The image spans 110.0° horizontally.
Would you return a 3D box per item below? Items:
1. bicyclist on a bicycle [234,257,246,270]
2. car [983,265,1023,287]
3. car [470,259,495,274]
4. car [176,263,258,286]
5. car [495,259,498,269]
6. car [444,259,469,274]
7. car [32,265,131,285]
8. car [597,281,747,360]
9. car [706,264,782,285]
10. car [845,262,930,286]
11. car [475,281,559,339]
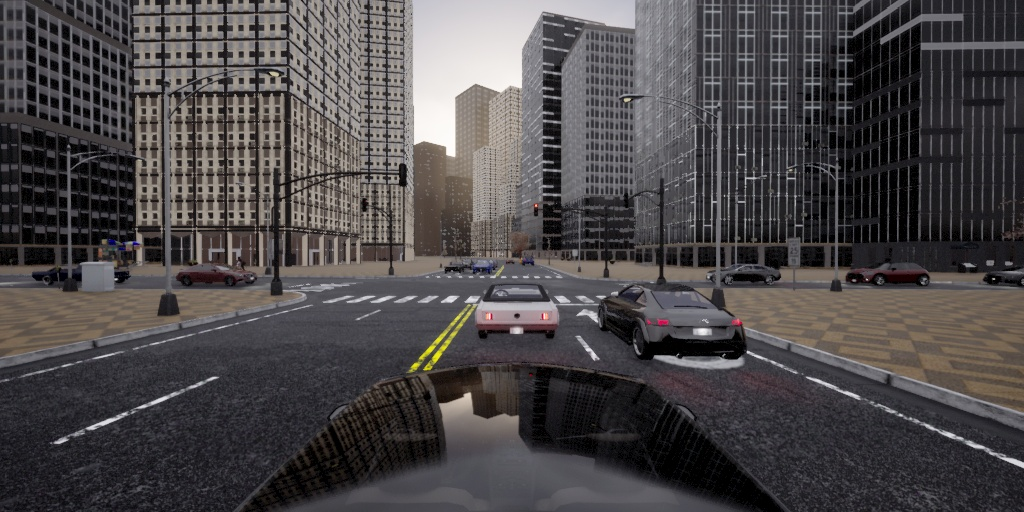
[{"bbox_3d":[-24.665,0.872,32.554,0.582,1.620,1.656,0,1,1],"label":"bicyclist on a bicycle"},{"bbox_3d":[37.101,1.406,25.749,4.892,1.490,1.837,0,0,1],"label":"car"},{"bbox_3d":[-3.296,1.199,40.688,1.882,1.535,5.008,0,0,0],"label":"car"},{"bbox_3d":[-19.456,1.194,23.683,4.674,1.442,1.812,0,0,1],"label":"car"},{"bbox_3d":[-3.282,1.231,50.032,1.812,1.442,4.674,0,0,0],"label":"car"},{"bbox_3d":[-6.547,1.321,41.361,1.895,1.301,4.718,0,0,0],"label":"car"},{"bbox_3d":[-28.565,1.227,23.925,4.718,1.301,1.895,0,0,1],"label":"car"},{"bbox_3d":[3.364,1.312,8.361,1.994,1.385,4.181,0,0,0],"label":"car"},{"bbox_3d":[16.849,1.302,26.211,4.902,1.511,2.128,0,0,1],"label":"car"},{"bbox_3d":[27.074,1.209,25.979,4.553,1.767,2.097,0,0,1],"label":"car"},{"bbox_3d":[0.111,1.348,10.078,1.895,1.301,4.718,0,0,0],"label":"car"}]
